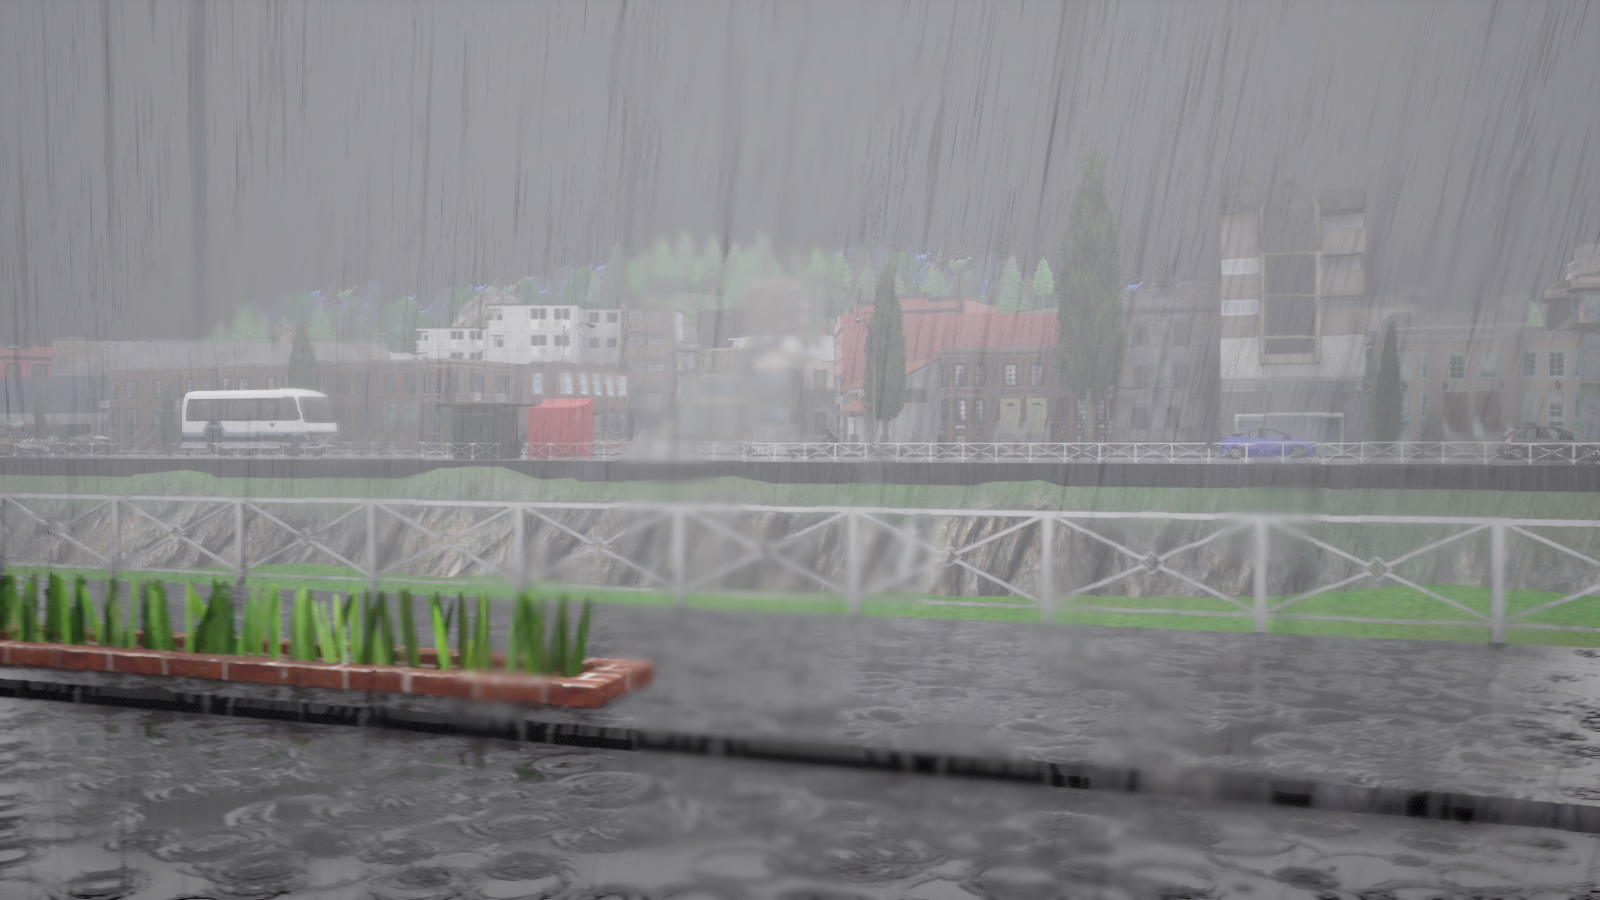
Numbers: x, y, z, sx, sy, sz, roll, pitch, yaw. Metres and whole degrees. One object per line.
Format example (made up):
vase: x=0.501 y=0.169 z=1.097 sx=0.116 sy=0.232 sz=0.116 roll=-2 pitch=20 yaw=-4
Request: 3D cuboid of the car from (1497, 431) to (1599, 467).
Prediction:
car: x=34.268 y=-0.064 z=57.305 sx=3.988 sy=1.617 sz=1.851 roll=1 pitch=1 yaw=19

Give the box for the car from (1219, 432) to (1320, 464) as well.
car: x=22.800 y=-0.120 z=61.160 sx=4.514 sy=1.525 sz=2.007 roll=1 pitch=1 yaw=19

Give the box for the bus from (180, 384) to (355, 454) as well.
bus: x=-34.024 y=-1.963 z=80.240 sx=10.273 sy=4.253 sz=3.944 roll=1 pitch=1 yaw=19
